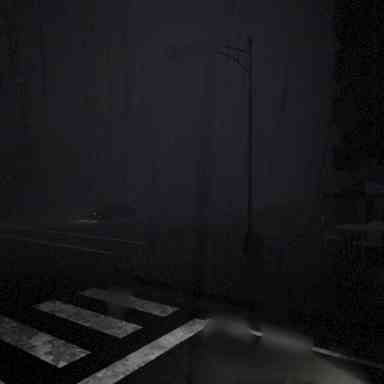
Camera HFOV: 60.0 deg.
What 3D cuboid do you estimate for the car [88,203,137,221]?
[{"bbox_3d":[-6.723,1.619,28.453,1.994,1.385,4.181,0,0,36],"label":"car"}]
